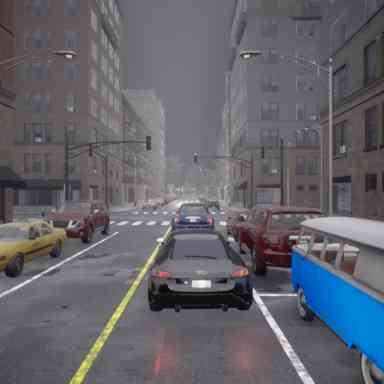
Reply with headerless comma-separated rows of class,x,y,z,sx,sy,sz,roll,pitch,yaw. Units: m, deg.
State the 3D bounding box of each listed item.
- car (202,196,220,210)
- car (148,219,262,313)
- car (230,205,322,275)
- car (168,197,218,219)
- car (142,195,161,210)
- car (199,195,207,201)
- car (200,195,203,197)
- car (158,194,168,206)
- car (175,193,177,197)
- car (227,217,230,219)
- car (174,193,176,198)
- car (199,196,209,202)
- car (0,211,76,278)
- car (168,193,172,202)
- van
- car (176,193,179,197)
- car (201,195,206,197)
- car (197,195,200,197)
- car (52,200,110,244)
car,2.670,1.547,43.072,2.008,1.369,4.403,0,0,0
car,0.104,1.564,7.777,1.994,1.385,4.181,0,0,-2
car,2.646,1.314,10.384,2.192,1.841,5.009,0,0,0
car,0.062,1.351,17.833,2.097,1.767,4.553,0,0,0
car,-5.384,1.522,42.908,1.752,1.417,4.829,0,0,0
car,2.698,1.438,81.446,1.967,1.590,4.097,0,0,0
car,2.678,1.547,54.035,2.008,1.369,4.403,0,0,0
car,-5.372,1.522,53.871,1.752,1.417,4.829,0,0,0
car,-5.341,1.563,81.452,1.947,1.339,4.313,0,0,0
car,2.650,1.581,16.064,1.802,1.307,4.206,0,0,0
car,-5.347,1.548,75.970,2.008,1.369,4.403,0,0,0
car,2.694,1.548,75.963,2.008,1.369,4.403,0,0,0
car,-5.392,1.525,10.221,1.752,1.417,4.829,0,0,0
car,-5.365,1.312,59.524,2.192,1.841,5.009,0,0,0
van,2.642,1.341,4.706,1.690,1.788,3.998,0,0,0
car,-5.335,1.313,86.934,2.192,1.841,5.009,0,0,0
car,2.674,1.541,48.554,1.887,1.381,4.507,0,0,0
car,2.690,1.548,70.481,2.008,1.369,4.403,0,0,0
car,-5.388,1.314,16.070,2.192,1.841,5.009,0,0,0
